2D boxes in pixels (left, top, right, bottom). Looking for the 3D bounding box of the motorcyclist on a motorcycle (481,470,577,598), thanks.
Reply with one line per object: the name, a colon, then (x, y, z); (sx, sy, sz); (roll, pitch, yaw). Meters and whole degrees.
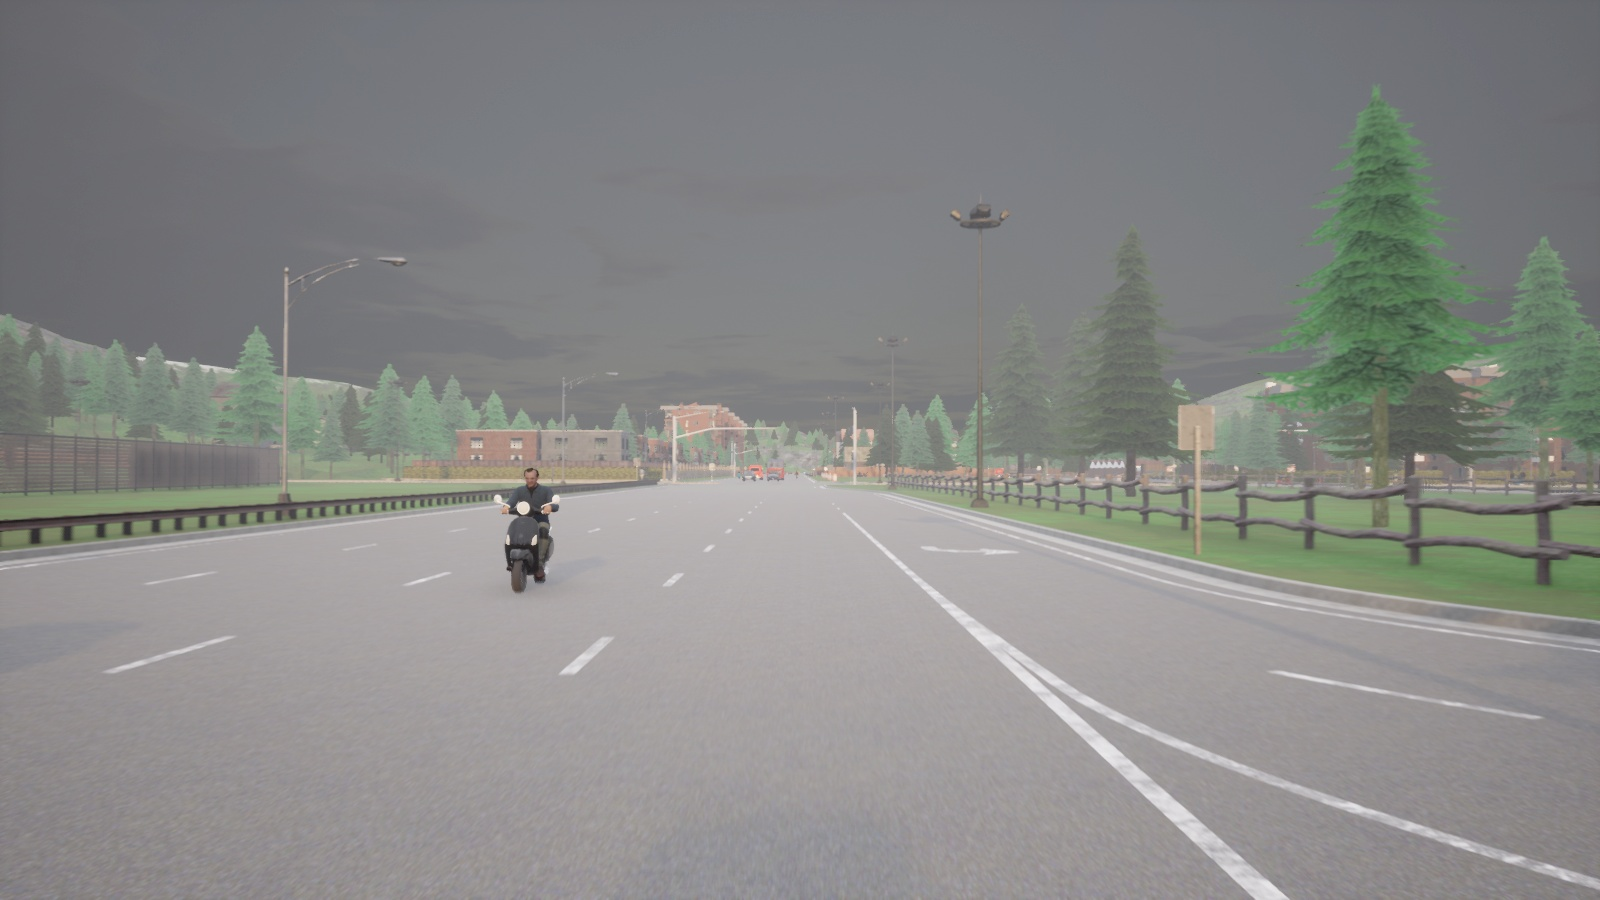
motorcyclist on a motorcycle: (-3.540, 1.059, 16.565); (0.866, 1.590, 1.817); (0, -1, 0)
